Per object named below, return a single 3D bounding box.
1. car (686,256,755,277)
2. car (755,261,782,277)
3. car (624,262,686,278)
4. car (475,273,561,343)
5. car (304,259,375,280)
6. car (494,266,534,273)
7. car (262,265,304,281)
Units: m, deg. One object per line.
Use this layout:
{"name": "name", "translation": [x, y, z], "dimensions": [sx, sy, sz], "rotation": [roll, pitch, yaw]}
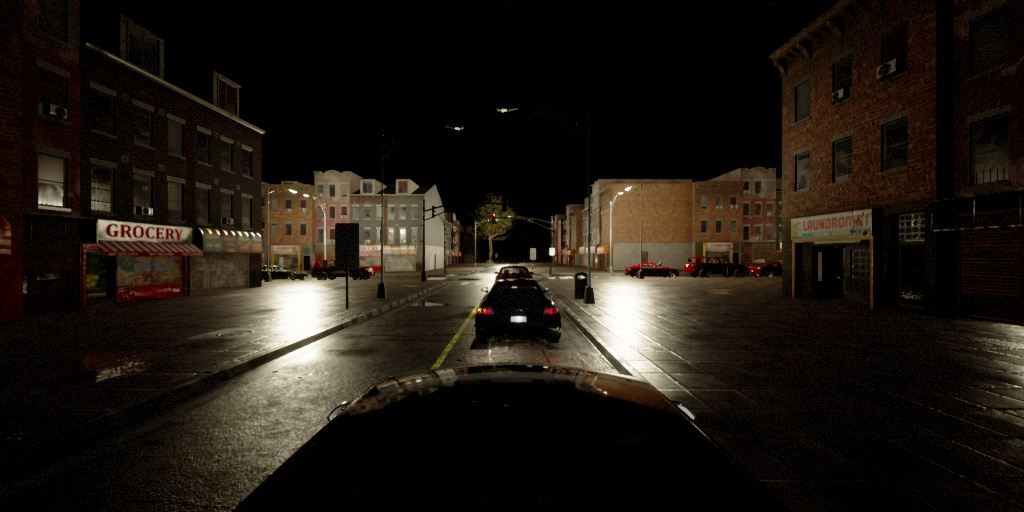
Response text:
{"name": "car", "translation": [17.391, 0.948, 30.731], "dimensions": [5.009, 1.841, 2.192], "rotation": [0, 0, 0]}
{"name": "car", "translation": [22.825, 1.141, 30.739], "dimensions": [4.507, 1.381, 1.888], "rotation": [0, 0, 0]}
{"name": "car", "translation": [11.957, 1.217, 30.723], "dimensions": [4.507, 1.381, 1.888], "rotation": [0, 0, 0]}
{"name": "car", "translation": [0.110, 1.316, 9.648], "dimensions": [1.994, 1.385, 4.181], "rotation": [0, 0, -1]}
{"name": "car", "translation": [-14.451, 1.180, 30.685], "dimensions": [5.009, 1.841, 2.192], "rotation": [0, 0, 0]}
{"name": "car", "translation": [0.106, 1.236, 18.612], "dimensions": [1.882, 1.535, 5.008], "rotation": [0, 0, 0]}
{"name": "car", "translation": [-19.877, 1.473, 30.677], "dimensions": [4.313, 1.339, 1.948], "rotation": [0, 0, 0]}
